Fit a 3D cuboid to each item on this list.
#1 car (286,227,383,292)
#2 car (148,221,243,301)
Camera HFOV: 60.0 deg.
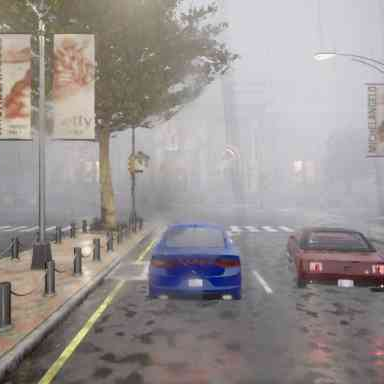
[{"bbox_3d":[3.679,1.601,9.052,1.895,1.301,4.718,0,0,13],"label":"car"},{"bbox_3d":[0.073,1.478,8.429,1.882,1.535,5.008,0,0,0],"label":"car"}]
